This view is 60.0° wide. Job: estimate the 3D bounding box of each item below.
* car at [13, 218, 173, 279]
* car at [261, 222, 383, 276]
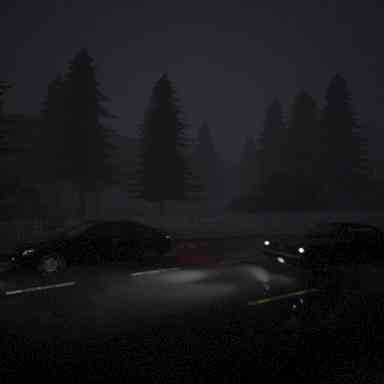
[{"bbox_3d":[-2.838,1.547,10.213,4.674,1.442,1.812,0,0,-32],"label":"car"},{"bbox_3d":[4.549,1.659,10.512,4.718,1.301,1.895,0,0,-26],"label":"car"}]
